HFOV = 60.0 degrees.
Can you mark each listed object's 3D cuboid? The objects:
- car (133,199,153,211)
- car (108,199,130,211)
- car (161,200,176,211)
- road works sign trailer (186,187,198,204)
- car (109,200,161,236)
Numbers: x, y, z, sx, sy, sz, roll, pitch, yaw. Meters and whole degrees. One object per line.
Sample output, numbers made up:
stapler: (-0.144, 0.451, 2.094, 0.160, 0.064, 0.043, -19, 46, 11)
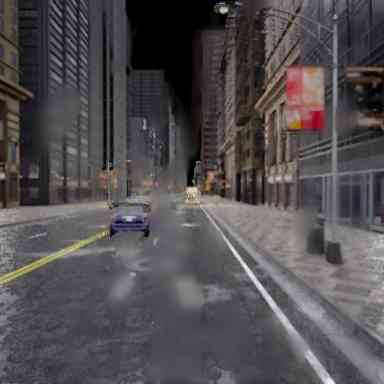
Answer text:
car: (-6.576, 1.736, 44.860, 1.994, 1.385, 4.181, 0, 0, 0)
car: (-9.826, 1.736, 44.858, 1.994, 1.385, 4.181, 0, 0, 0)
car: (-3.156, 1.729, 43.083, 1.994, 1.385, 4.181, 0, 0, 0)
road works sign trailer: (0.056, 0.704, 68.564, 2.380, 3.560, 2.880, 0, 0, 0)
car: (-3.153, 1.406, 18.795, 2.097, 1.767, 4.553, 0, 0, 0)
